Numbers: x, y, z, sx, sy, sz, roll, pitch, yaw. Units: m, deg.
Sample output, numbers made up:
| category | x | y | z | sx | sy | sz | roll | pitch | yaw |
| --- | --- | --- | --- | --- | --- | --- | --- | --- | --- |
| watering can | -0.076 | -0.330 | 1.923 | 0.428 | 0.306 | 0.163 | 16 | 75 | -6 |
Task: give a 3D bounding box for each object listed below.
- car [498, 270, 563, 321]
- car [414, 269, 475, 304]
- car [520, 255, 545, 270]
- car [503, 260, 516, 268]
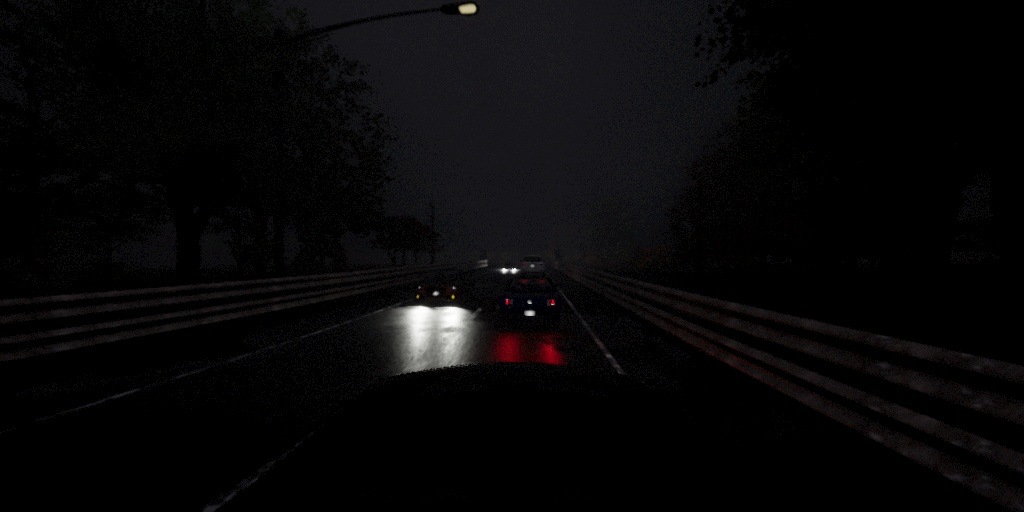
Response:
| category | x | y | z | sx | sy | sz | roll | pitch | yaw |
| --- | --- | --- | --- | --- | --- | --- | --- | --- | --- |
| car | 0.638 | 1.343 | 12.457 | 1.895 | 1.301 | 4.718 | 0 | 0 | 3 |
| car | -2.875 | 1.280 | 16.060 | 1.994 | 1.385 | 4.181 | 0 | 0 | 4 |
| car | 1.989 | 0.930 | 34.677 | 2.150 | 2.045 | 5.566 | 0 | 0 | 4 |
| car | -0.328 | 1.254 | 56.631 | 1.895 | 1.301 | 4.718 | 0 | 0 | 4 |
